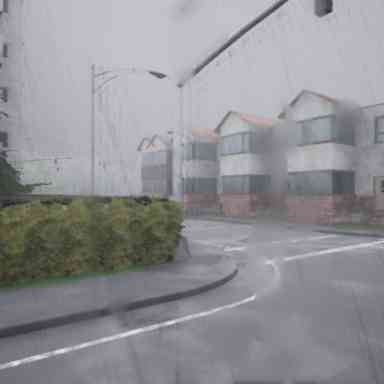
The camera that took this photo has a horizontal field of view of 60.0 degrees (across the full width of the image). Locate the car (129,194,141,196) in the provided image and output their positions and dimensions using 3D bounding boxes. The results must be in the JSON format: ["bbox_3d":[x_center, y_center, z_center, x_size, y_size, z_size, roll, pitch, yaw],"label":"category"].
[{"bbox_3d":[-11.542,1.463,76.757,4.514,1.523,2.007,0,0,-36],"label":"car"}]

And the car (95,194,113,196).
[{"bbox_3d":[-19.391,1.368,75.534,3.806,1.475,1.970,0,0,-36],"label":"car"}]

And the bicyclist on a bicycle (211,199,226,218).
[{"bbox_3d":[2.264,1.379,28.152,1.656,1.620,0.582,0,0,-36],"label":"bicyclist on a bicycle"}]
